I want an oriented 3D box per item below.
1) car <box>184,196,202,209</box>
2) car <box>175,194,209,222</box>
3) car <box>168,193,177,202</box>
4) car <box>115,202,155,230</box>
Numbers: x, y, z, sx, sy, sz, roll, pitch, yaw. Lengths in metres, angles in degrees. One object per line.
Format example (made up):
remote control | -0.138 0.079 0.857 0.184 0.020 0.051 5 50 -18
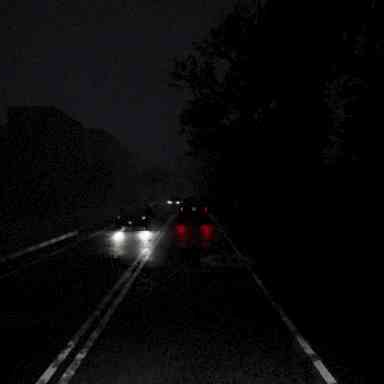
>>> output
car | 0.145 1.219 41.435 2.033 1.411 5.357 0 1 0
car | 0.124 1.165 24.181 2.097 1.767 4.553 0 0 0
car | -3.221 0.983 60.857 1.882 1.535 5.008 0 0 1
car | -3.331 1.370 20.235 1.812 1.442 4.674 0 0 0
